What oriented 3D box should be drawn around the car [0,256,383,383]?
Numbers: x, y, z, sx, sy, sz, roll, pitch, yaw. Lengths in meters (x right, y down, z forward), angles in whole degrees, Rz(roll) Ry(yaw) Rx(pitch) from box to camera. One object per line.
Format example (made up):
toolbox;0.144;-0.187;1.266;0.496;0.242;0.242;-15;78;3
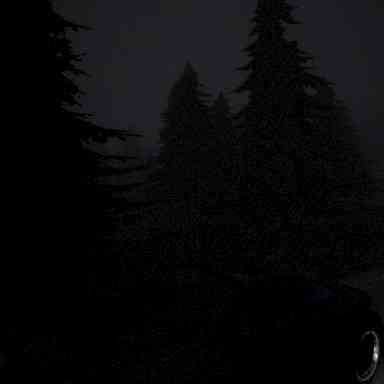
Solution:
car;0.262;1.491;3.606;4.181;1.385;1.994;-1;1;-36
